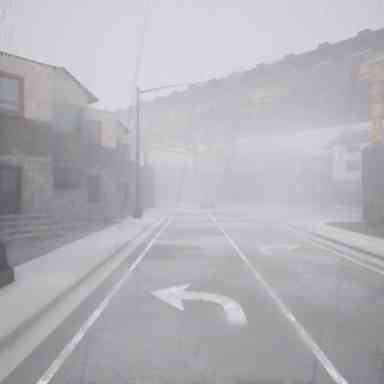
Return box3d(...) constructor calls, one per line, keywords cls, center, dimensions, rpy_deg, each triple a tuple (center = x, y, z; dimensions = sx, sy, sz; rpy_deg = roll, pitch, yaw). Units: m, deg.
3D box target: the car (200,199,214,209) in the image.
box3d(cls="car", center=(1.959, 1.537, 43.863), dimensions=(1.895, 1.301, 4.718), rpy_deg=(0, 0, 2))
